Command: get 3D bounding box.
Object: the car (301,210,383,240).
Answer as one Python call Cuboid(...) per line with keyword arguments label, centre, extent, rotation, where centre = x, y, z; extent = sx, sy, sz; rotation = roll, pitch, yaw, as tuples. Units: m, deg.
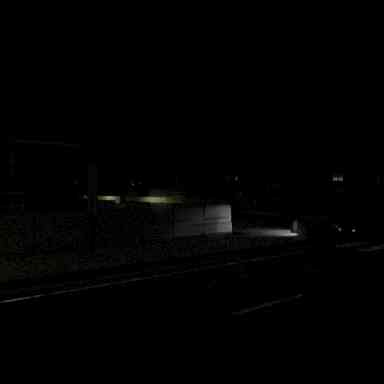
Cuboid(label="car", centre=(8.048, 1.552, 15.845), extent=(5.357, 1.411, 2.033), rotation=(0, 0, 22))
